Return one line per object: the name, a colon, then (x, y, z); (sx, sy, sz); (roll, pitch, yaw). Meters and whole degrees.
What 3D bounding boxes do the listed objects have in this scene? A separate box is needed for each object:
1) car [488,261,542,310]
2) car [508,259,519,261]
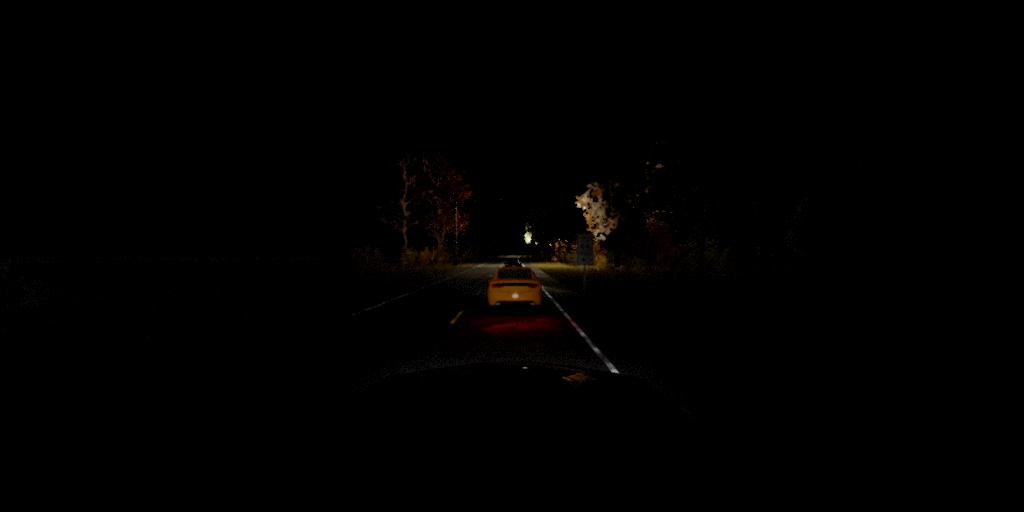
car: (0.110, 1.139, 14.153); (1.882, 1.535, 5.008); (0, 0, 0)
car: (0.144, 1.015, 40.156); (1.994, 1.385, 4.181); (0, 0, 0)
